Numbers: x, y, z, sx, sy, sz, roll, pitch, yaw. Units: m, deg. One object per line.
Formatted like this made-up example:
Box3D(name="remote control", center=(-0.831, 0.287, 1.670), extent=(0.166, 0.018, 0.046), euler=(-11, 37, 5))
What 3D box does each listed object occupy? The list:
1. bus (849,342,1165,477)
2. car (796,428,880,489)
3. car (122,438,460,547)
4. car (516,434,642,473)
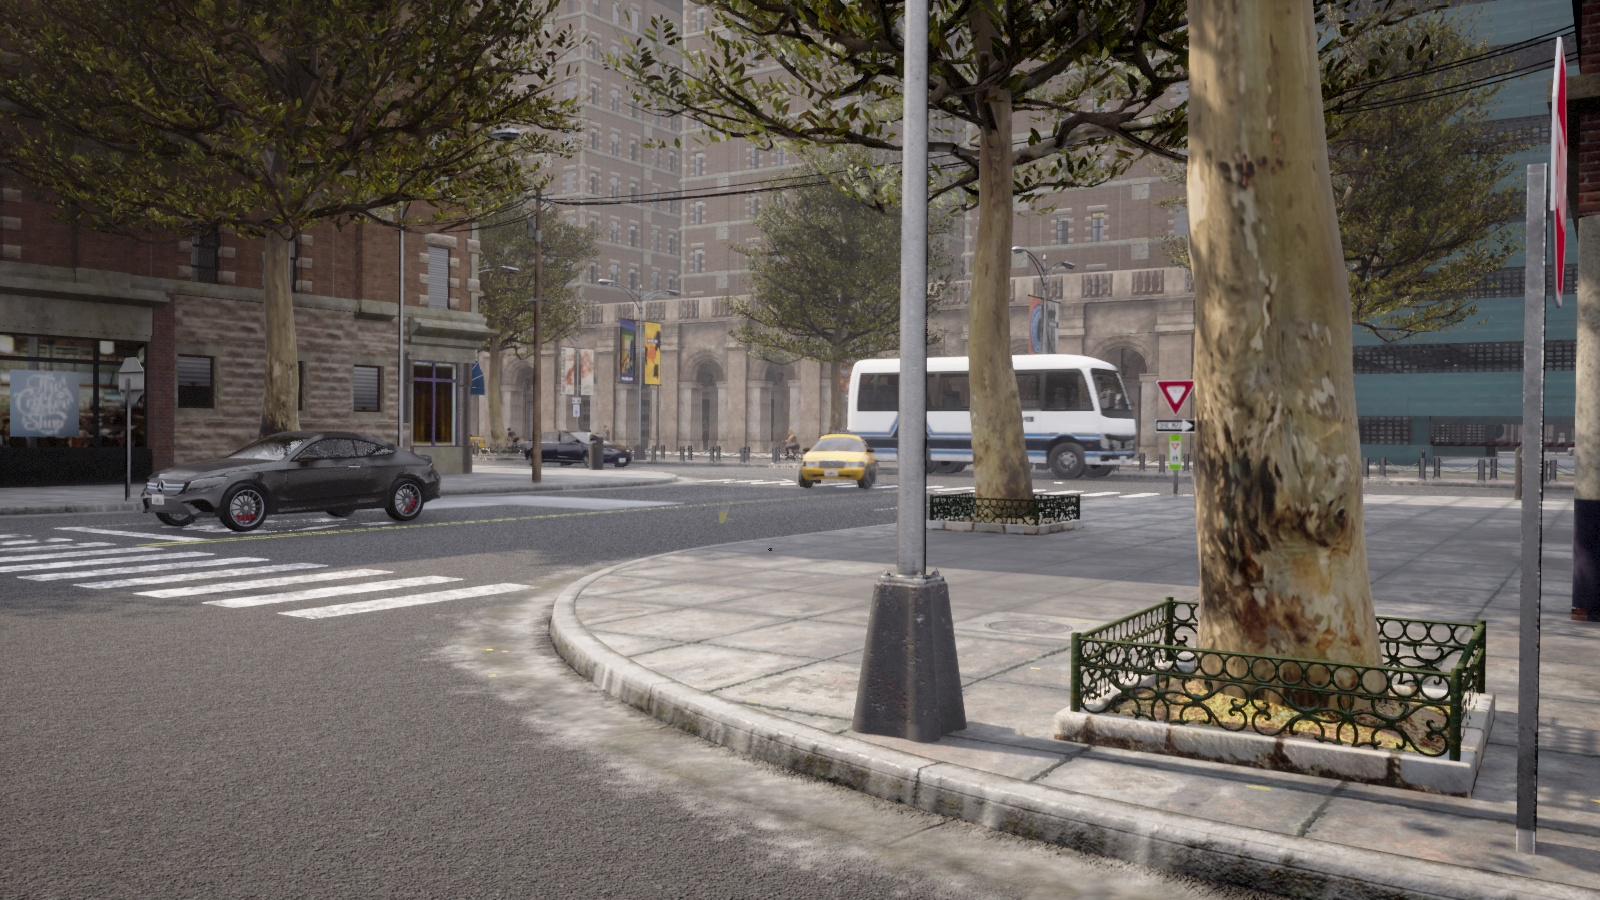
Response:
Box3D(name="bus", center=(7.164, -1.315, 44.303), extent=(10.273, 4.253, 3.944), euler=(0, 1, 33))
Box3D(name="car", center=(1.137, 0.183, 34.934), extent=(1.801, 1.575, 5.366), euler=(-1, 1, 7))
Box3D(name="car", center=(-7.719, 0.560, 19.535), extent=(1.812, 1.442, 4.674), euler=(0, 1, 33))
Box3D(name="car", center=(-8.948, 0.120, 50.732), extent=(4.792, 1.488, 2.163), euler=(0, 1, 33))
